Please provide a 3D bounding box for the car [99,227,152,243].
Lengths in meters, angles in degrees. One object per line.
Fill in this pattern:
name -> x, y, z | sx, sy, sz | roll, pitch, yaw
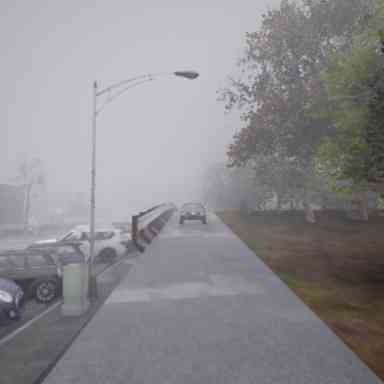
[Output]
car -> -7.118, 4.546, 35.654 | 5.366, 1.575, 1.946 | 2, -4, -20

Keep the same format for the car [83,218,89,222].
car -> -24.109, 6.489, 68.839 | 5.566, 2.045, 2.435 | 1, -4, -20

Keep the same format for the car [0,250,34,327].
car -> -6.812, 2.639, 8.580 | 4.553, 1.767, 2.185 | 2, -4, -20

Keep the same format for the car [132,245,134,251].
car -> -6.902, 3.788, 23.644 | 4.792, 1.488, 2.163 | 2, -4, -20

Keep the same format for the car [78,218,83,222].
car -> -24.029, 6.103, 62.968 | 5.566, 2.045, 2.435 | 1, -4, -20

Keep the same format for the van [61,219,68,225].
van -> -24.127, 5.738, 57.001 | 4.442, 1.987, 1.878 | 1, -4, -20

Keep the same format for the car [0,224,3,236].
car -> -23.870, 4.634, 36.378 | 4.792, 1.488, 2.163 | 1, -4, -20

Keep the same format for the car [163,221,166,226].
car -> -7.025, 5.550, 50.797 | 4.892, 1.521, 2.231 | 2, -4, -20

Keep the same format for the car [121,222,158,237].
car -> -7.025, 5.026, 44.768 | 4.553, 1.767, 2.185 | 2, -4, -20

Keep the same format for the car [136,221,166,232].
car -> -7.033, 5.821, 56.843 | 4.553, 1.767, 2.185 | 2, -4, -20

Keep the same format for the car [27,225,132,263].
car -> -6.878, 3.309, 20.646 | 5.566, 2.045, 2.435 | 2, -4, -20

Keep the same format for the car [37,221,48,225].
car -> -23.963, 5.384, 48.180 | 4.892, 1.521, 2.231 | 1, -4, -20

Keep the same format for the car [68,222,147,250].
car -> -6.858, 3.709, 26.700 | 5.566, 2.045, 2.435 | 2, -4, -20

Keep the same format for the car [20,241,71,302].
car -> -6.769, 2.840, 11.612 | 4.553, 1.767, 2.185 | 2, -4, -20

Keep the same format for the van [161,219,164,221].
van -> -6.940, 5.527, 53.873 | 4.442, 1.987, 1.878 | 2, -4, -20

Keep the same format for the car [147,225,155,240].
car -> -6.956, 4.105, 32.715 | 5.566, 2.045, 2.435 | 2, -4, -20

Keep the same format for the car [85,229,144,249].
car -> -6.922, 4.159, 29.698 | 4.892, 1.521, 2.231 | 2, -4, -20

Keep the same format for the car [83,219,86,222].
car -> -24.051, 6.577, 65.910 | 4.792, 1.488, 2.163 | 1, -4, -21

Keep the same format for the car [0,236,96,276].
car -> -6.793, 3.039, 14.632 | 4.553, 1.767, 2.185 | 2, -4, -20

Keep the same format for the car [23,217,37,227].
car -> -39.844, 7.365, 82.086 | 2.435, 2.045, 5.566 | 1, -3, -19

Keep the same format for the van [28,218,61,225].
van -> -24.110, 5.544, 54.049 | 4.442, 1.987, 1.878 | 1, -4, -20

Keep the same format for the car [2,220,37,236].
car -> -23.977, 5.063, 45.220 | 4.553, 1.767, 2.185 | 1, -4, -20

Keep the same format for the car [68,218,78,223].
car -> -24.013, 5.909, 60.015 | 5.566, 2.045, 2.435 | 1, -4, -20

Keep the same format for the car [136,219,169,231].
car -> -7.103, 5.891, 59.842 | 5.566, 2.045, 2.435 | 2, -4, -20

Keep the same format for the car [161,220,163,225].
car -> -7.051, 5.225, 47.791 | 4.553, 1.767, 2.185 | 2, -4, -20

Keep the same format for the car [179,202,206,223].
car -> 0.056, 1.453, 24.224 | 2.033, 1.411, 5.357 | 0, 0, 0

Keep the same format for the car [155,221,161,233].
car -> -6.932, 4.505, 38.764 | 5.566, 2.045, 2.435 | 2, -4, -20
